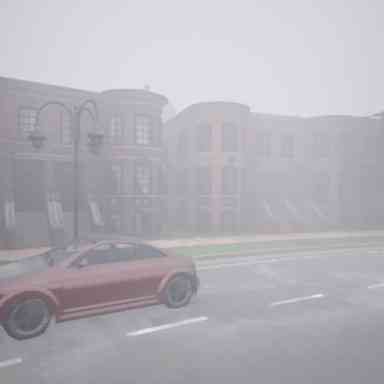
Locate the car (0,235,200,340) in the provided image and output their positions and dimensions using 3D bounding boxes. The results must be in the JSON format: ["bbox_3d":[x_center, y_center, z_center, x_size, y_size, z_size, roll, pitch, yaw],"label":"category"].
[{"bbox_3d":[-1.923,1.574,6.528,4.181,1.385,1.994,1,0,-31],"label":"car"}]
